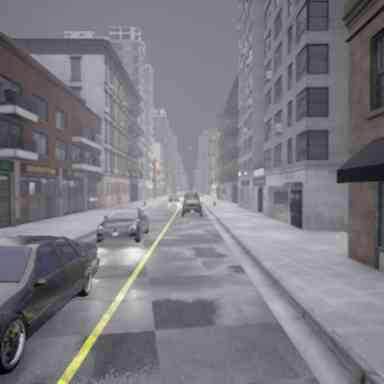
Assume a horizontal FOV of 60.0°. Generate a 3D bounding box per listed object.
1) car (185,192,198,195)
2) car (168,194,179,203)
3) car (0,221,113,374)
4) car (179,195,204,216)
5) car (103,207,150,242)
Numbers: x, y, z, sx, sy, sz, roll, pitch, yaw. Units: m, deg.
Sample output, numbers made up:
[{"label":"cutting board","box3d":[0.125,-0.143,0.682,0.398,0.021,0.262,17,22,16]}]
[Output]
[{"label":"car","box3d":[-0.034,0.974,45.131,2.150,2.045,5.566,0,0,0]},{"label":"car","box3d":[-3.212,1.174,59.329,1.837,1.490,4.892,0,0,0]},{"label":"car","box3d":[-3.112,1.521,5.822,2.033,1.411,5.357,0,0,0]},{"label":"car","box3d":[0.011,1.347,29.957,1.837,1.490,4.892,0,0,0]},{"label":"car","box3d":[-3.132,1.447,15.917,1.812,1.442,4.674,0,0,0]}]
